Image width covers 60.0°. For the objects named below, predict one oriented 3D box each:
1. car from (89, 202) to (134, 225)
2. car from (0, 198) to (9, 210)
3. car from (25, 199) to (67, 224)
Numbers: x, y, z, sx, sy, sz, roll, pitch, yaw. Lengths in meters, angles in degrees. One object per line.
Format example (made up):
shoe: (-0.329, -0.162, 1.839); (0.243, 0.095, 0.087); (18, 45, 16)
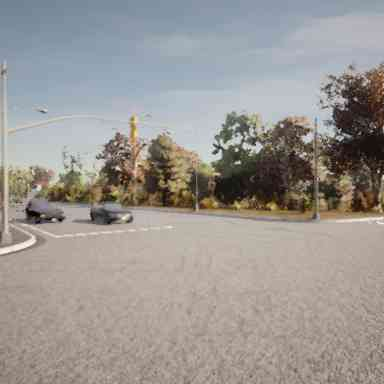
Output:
car: (-5.872, 1.471, 23.831); (1.812, 1.442, 4.674); (0, 0, -37)
car: (-24.127, 1.492, 41.248); (1.882, 1.535, 5.008); (0, 0, -39)
car: (-11.081, 1.515, 24.899); (2.033, 1.411, 5.357); (0, 0, -38)
